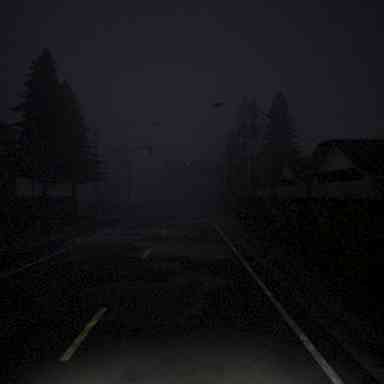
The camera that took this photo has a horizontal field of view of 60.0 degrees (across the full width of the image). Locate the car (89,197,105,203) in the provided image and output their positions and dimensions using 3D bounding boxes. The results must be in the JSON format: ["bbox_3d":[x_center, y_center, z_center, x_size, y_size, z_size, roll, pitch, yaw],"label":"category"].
[{"bbox_3d":[-24.026,2.119,84.414,3.633,1.501,1.845,0,-1,0],"label":"car"}]

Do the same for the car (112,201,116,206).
[{"bbox_3d":[-16.172,1.949,62.047,3.806,1.475,1.970,0,-1,0],"label":"car"}]

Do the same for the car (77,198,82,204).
[{"bbox_3d":[-24.011,2.003,74.421,4.514,1.523,2.007,0,-1,0],"label":"car"}]

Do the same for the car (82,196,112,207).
[{"bbox_3d":[-16.764,1.633,58.722,3.866,1.878,1.905,0,-1,0],"label":"car"}]
